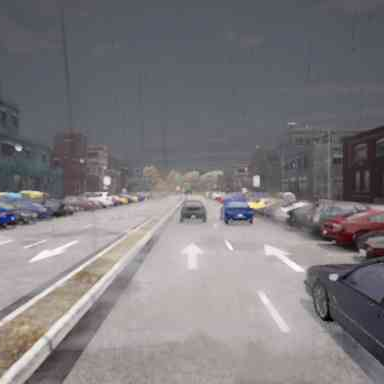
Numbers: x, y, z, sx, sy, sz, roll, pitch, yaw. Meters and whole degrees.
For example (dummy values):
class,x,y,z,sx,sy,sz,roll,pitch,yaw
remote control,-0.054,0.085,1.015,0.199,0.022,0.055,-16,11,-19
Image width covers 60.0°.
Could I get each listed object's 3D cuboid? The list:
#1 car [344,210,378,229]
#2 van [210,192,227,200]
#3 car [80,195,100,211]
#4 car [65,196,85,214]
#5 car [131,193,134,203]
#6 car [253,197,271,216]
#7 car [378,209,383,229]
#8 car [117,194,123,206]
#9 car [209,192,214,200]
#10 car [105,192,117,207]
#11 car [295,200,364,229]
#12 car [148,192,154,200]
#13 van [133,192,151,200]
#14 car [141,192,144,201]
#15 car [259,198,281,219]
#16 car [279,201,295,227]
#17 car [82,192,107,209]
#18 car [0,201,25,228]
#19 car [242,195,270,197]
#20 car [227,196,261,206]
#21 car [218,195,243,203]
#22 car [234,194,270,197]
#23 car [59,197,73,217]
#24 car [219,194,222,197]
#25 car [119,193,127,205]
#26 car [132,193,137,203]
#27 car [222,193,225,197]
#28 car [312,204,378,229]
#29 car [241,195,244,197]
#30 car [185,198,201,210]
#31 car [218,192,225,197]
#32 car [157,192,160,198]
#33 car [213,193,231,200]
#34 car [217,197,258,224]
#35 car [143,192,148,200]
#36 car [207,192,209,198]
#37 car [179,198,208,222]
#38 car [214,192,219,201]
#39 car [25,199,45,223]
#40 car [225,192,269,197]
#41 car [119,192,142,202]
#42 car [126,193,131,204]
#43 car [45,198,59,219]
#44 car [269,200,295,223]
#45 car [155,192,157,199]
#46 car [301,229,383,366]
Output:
class,x,y,z,sx,sy,sz,roll,pitch,yaw
car,7.609,1.444,10.161,4.792,1.488,2.163,0,0,0
van,7.393,1.086,92.888,4.442,1.987,1.878,0,0,0
car,-12.712,1.367,35.629,4.674,1.452,2.002,0,0,0
car,-12.732,1.341,30.073,4.892,1.521,2.231,0,0,0
car,-12.708,1.338,55.207,4.792,1.488,2.163,0,0,0
car,7.608,1.373,26.702,4.792,1.488,2.163,0,0,0
car,7.667,1.180,7.401,5.566,2.045,2.435,0,0,0
car,-12.666,1.340,46.872,4.792,1.488,2.163,0,0,0
car,7.561,1.079,81.855,5.566,2.045,2.435,0,0,0
car,-12.733,1.065,41.311,5.566,2.045,2.435,0,0,0
car,7.607,1.261,15.673,4.553,1.767,2.185,0,0,0
car,-12.694,1.294,82.995,4.892,1.521,2.231,0,0,0
van,-12.821,1.064,85.774,4.442,1.987,1.878,0,0,0
car,-12.672,1.307,66.318,4.892,1.521,2.231,0,0,0
car,7.608,1.381,23.946,4.792,1.488,2.163,0,0,0
car,7.667,1.403,18.430,4.792,1.488,2.163,0,0,0
car,-12.742,1.196,38.499,4.553,1.767,2.185,0,0,0
car,-12.739,1.378,19.081,5.008,1.535,2.097,0,0,0
car,7.451,1.332,29.459,5.366,1.575,1.946,0,0,0
car,7.604,1.356,48.763,4.674,1.452,2.002,0,0,0
car,7.569,1.374,65.310,4.674,1.452,2.002,0,0,0
car,7.810,1.316,37.737,5.366,1.575,1.946,0,0,0
car,-12.759,1.378,27.293,4.792,1.488,2.163,0,0,0
car,7.581,1.365,57.166,4.674,1.452,2.002,0,0,0
car,-12.660,1.339,49.650,4.792,1.488,2.163,0,0,0
car,-12.680,1.308,57.863,5.008,1.535,2.097,0,0,0
car,7.590,1.318,51.521,5.008,1.535,2.097,0,0,0
car,7.633,1.400,12.916,5.008,1.535,2.097,0,0,0
car,7.821,1.325,32.222,5.366,1.575,1.946,0,0,0
car,0.074,1.437,41.911,1.895,1.301,4.718,0,0,0
car,7.547,1.203,59.794,4.553,1.767,2.185,0,0,0
car,-12.529,1.276,94.113,5.366,1.575,1.946,0,0,0
car,7.558,1.201,84.491,4.553,1.767,2.185,0,0,0
car,3.096,1.350,23.761,1.882,1.535,5.008,0,0,0
car,-12.654,1.053,69.097,5.566,2.045,2.435,0,0,0
car,7.544,1.066,90.130,5.566,2.045,2.435,0,0,0
car,0.097,1.375,24.747,1.837,1.490,4.892,0,0,0
car,7.544,1.080,62.551,5.566,2.045,2.435,0,0,0
car,-12.746,1.368,21.860,4.892,1.521,2.231,0,0,0
car,7.584,1.064,43.249,5.566,2.045,2.435,0,0,0
car,-12.680,1.307,63.538,5.008,1.535,2.097,0,0,0
car,-12.870,1.306,52.430,5.366,1.575,1.946,0,0,0
car,-12.732,1.398,24.514,4.674,1.452,2.002,0,0,0
car,7.635,1.402,21.224,4.674,1.452,2.002,0,0,0
car,-12.713,1.323,91.334,4.674,1.452,2.002,0,0,0
car,3.099,1.520,4.065,2.033,1.411,5.357,0,0,0
